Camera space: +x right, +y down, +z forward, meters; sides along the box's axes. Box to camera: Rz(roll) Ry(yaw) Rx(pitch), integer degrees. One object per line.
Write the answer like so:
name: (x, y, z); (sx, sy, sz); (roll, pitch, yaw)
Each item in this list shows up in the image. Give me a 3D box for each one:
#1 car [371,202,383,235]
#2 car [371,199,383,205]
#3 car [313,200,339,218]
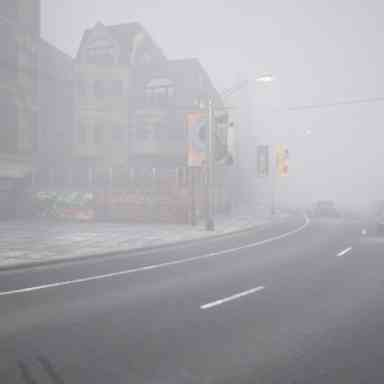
car: (11.262, 1.541, 18.503); (1.812, 1.442, 4.674); (0, 0, 26)
car: (21.738, 1.508, 37.731); (1.882, 1.535, 5.008); (0, 0, 16)
car: (12.042, 1.528, 30.040); (1.837, 1.490, 4.892); (0, -1, 18)
